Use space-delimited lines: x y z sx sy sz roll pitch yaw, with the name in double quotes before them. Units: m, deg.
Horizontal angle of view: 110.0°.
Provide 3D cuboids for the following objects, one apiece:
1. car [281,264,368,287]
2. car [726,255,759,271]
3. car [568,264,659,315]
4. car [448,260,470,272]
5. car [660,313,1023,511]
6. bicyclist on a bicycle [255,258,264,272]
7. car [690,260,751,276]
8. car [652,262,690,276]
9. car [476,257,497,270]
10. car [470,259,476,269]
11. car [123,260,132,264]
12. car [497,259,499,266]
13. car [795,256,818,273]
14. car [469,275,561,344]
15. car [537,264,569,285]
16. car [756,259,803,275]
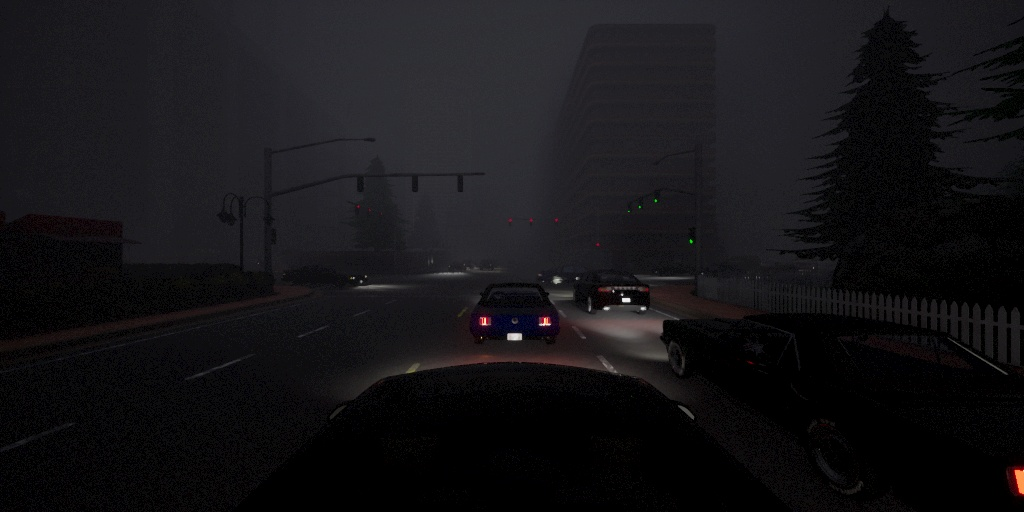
"car" -12.385 1.256 23.766 5.357 1.411 2.033 1 0 11
"car" 25.629 0.916 40.092 5.566 2.045 2.150 0 0 -31
"car" 3.581 1.228 13.702 1.882 1.535 5.008 0 0 0
"car" -7.123 1.351 47.066 1.895 1.301 4.718 0 0 0
"car" 3.599 1.351 4.381 1.895 1.301 4.718 0 0 0
"bicyclist on a bicycle" -27.907 0.996 39.730 0.582 1.620 1.656 0 0 0
"car" 19.554 1.295 33.638 4.718 1.301 1.895 0 0 -18
"car" 16.571 1.295 36.487 4.718 1.301 1.895 0 0 -14
"car" -3.622 1.228 51.963 1.882 1.535 5.008 0 0 0
"car" -7.120 1.297 56.717 2.033 1.411 5.357 0 0 0
"car" -26.830 1.050 24.256 4.553 1.767 2.097 0 0 0
"car" -3.605 1.255 62.062 1.837 1.490 4.892 0 0 0
"car" 35.546 0.916 43.446 2.150 2.045 5.566 0 0 44
"car" 0.070 1.351 9.494 1.895 1.301 4.718 0 0 0
"car" 4.268 1.282 24.512 5.357 1.411 2.033 0 0 -1
"car" 27.901 1.295 37.404 4.718 1.301 1.895 0 0 -31
